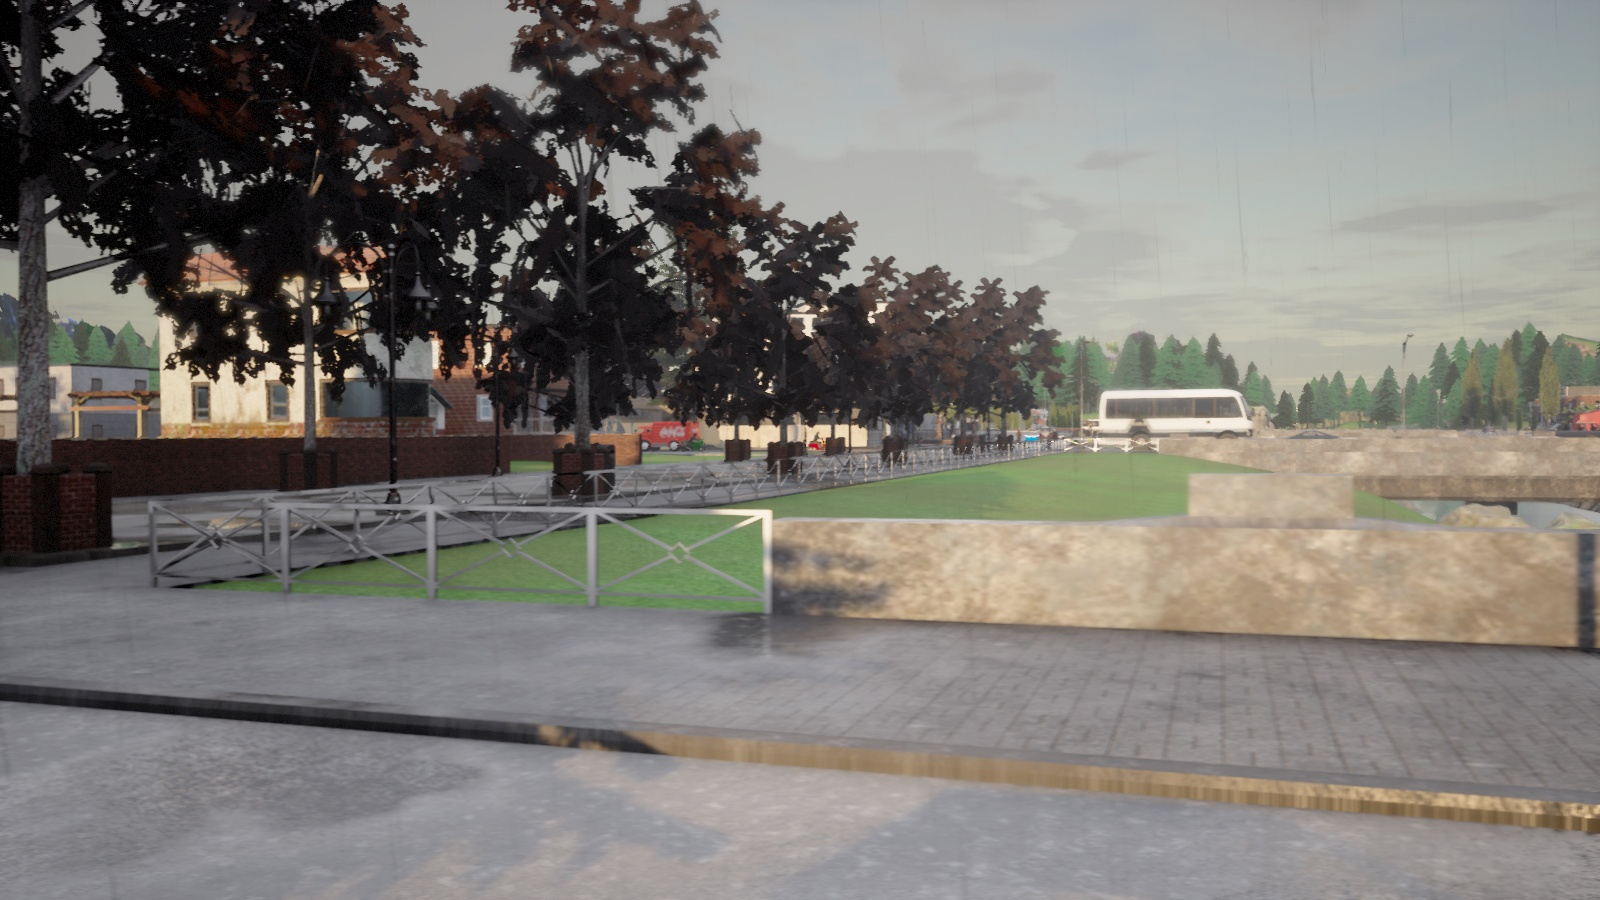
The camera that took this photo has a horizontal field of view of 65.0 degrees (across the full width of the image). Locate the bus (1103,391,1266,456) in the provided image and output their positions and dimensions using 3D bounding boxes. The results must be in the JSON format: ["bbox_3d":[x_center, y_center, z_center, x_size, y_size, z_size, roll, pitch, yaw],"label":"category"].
[{"bbox_3d":[26.321,-1.817,85.998,10.273,4.253,3.944,0,1,23],"label":"bus"}]

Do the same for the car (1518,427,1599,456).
[{"bbox_3d":[49.907,-0.564,82.312,4.605,1.855,1.932,0,1,19],"label":"car"}]

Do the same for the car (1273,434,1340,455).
[{"bbox_3d":[35.146,-0.394,87.287,4.181,1.385,1.994,0,1,19],"label":"car"}]

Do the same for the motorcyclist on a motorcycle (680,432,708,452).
[{"bbox_3d":[-8.228,-0.638,97.673,2.044,1.523,0.797,0,1,19],"label":"motorcyclist on a motorcycle"}]
